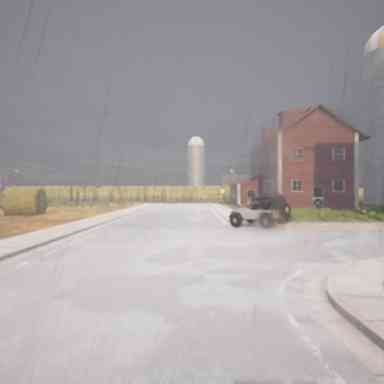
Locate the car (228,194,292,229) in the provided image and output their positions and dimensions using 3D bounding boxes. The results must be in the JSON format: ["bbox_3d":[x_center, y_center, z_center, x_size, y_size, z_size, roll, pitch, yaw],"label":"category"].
[{"bbox_3d":[4.159,1.152,20.510,1.905,1.878,3.866,-8,3,-42],"label":"car"}]
